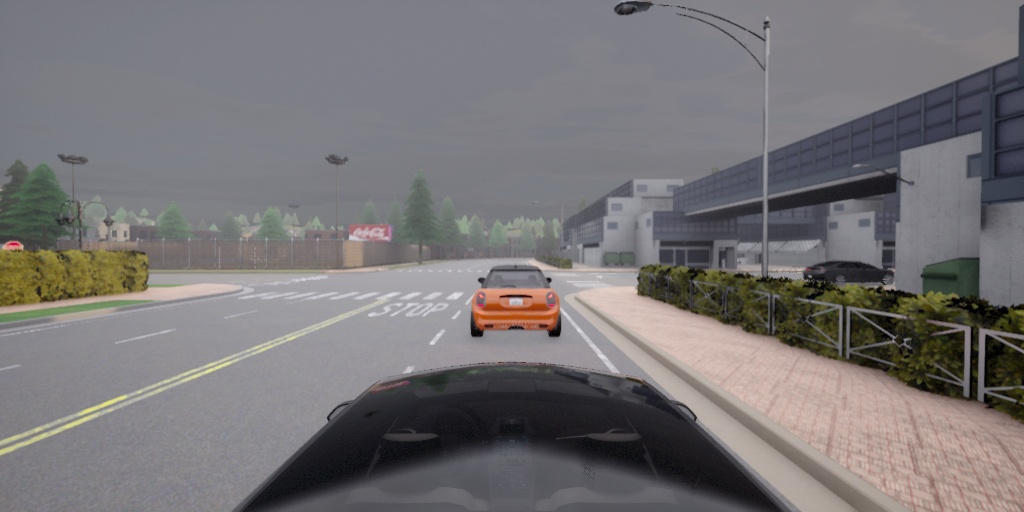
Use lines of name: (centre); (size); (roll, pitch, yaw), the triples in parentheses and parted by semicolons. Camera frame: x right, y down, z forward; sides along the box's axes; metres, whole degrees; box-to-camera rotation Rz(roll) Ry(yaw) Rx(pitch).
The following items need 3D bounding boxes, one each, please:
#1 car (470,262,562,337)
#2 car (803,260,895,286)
car: (0.085, 1.008, 10.053); (2.097, 1.767, 4.553); (0, 1, 0)
car: (20.840, 1.025, 22.134); (4.892, 1.490, 1.837); (0, 1, 0)
